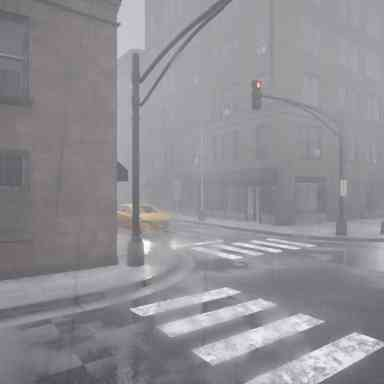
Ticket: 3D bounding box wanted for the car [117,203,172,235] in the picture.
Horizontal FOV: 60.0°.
[{"bbox_3d":[-2.939,1.382,18.388,1.882,1.535,5.008,0,0,-34],"label":"car"}]
